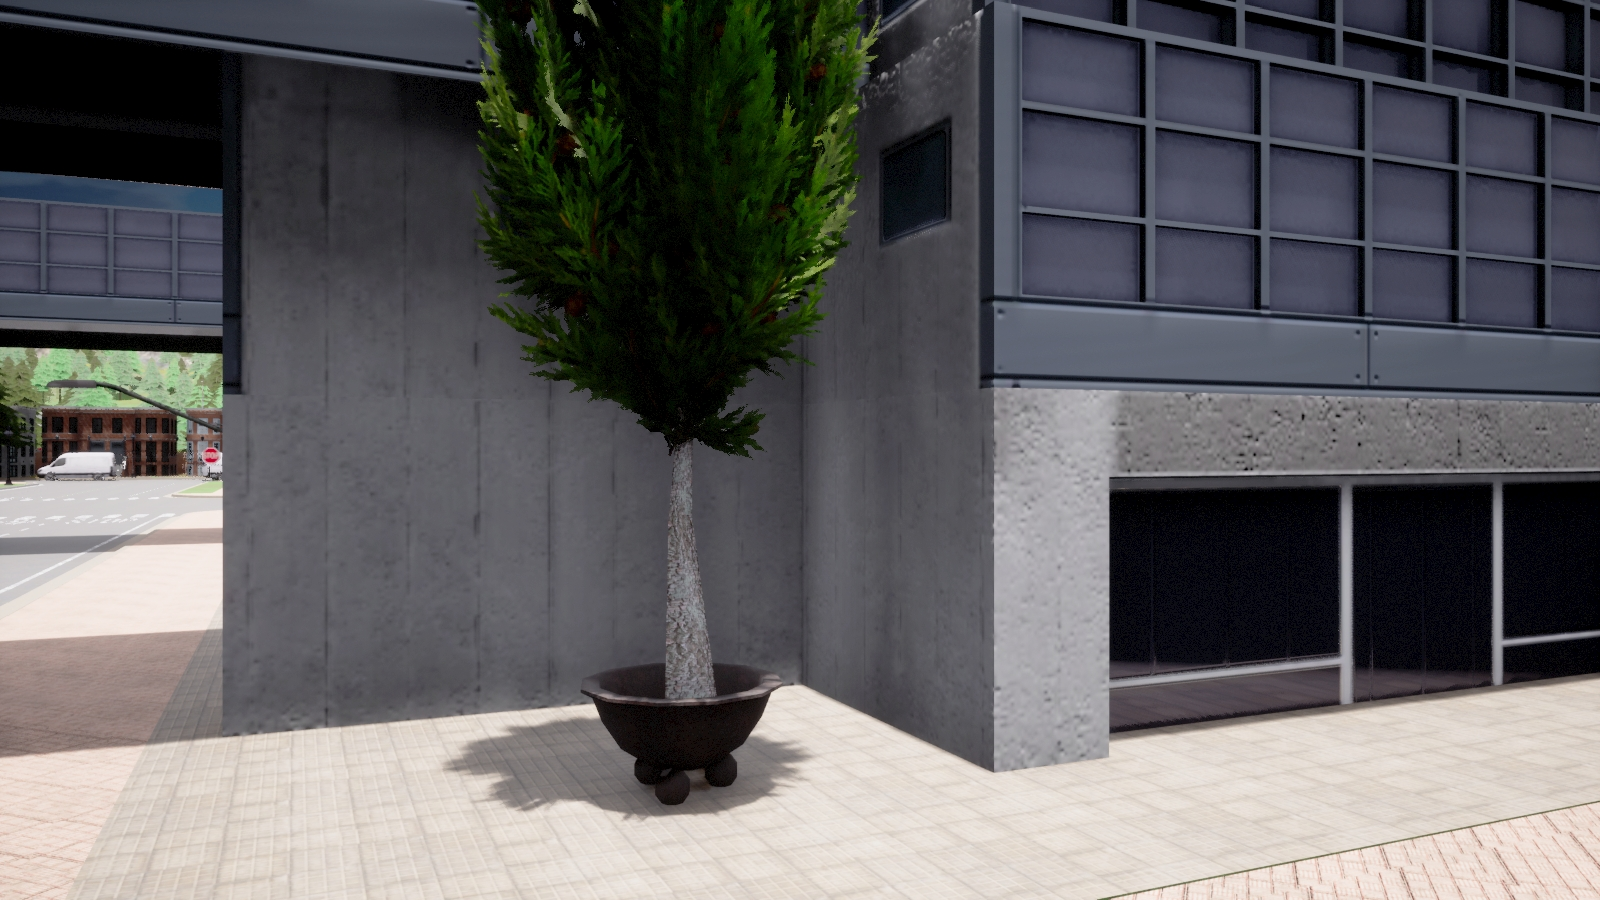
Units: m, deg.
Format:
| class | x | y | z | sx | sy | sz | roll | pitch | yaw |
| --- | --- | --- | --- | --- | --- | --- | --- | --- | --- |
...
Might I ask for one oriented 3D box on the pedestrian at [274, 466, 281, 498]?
| class | x | y | z | sx | sy | sz | roll | pitch | yaw |
| --- | --- | --- | --- | --- | --- | --- | --- | --- | --- |
| pedestrian | -30.068 | 1.849 | 65.754 | 0.375 | 1.860 | 0.375 | 0 | 0 | -24 |
